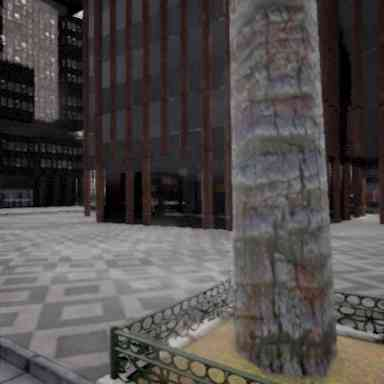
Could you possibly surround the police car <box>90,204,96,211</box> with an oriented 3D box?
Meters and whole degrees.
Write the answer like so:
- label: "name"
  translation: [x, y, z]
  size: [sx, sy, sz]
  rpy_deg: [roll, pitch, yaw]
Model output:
- label: "police car"
  translation: [-15.566, 2.402, 56.484]
  size: [1.930, 1.638, 5.238]
  rpy_deg: [0, -1, 36]
